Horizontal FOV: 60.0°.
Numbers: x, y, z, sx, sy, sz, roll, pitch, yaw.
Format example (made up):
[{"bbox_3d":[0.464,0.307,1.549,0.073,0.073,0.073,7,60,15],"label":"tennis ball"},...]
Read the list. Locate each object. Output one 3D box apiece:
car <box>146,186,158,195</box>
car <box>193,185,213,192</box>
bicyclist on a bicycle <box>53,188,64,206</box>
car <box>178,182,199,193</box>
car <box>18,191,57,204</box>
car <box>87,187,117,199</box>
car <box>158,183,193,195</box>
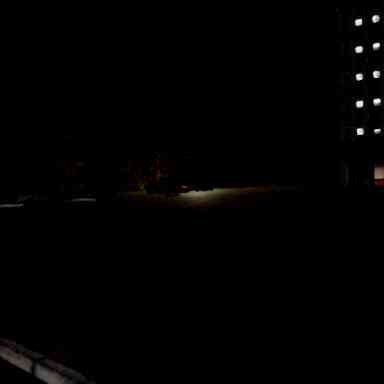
[{"bbox_3d":[-5.322,-0.281,54.952,2.033,1.411,5.357,-1,2,30],"label":"car"},{"bbox_3d":[2.238,-0.680,61.758,1.895,1.301,4.718,-1,2,29],"label":"car"},{"bbox_3d":[-11.975,0.478,29.798,1.656,1.620,0.582,-1,2,33],"label":"bicyclist on a bicycle"},{"bbox_3d":[-0.640,-0.888,63.276,2.097,1.767,4.553,-1,2,29],"label":"car"},{"bbox_3d":[-18.432,0.606,39.936,1.812,1.442,4.674,-1,2,33],"label":"car"},{"bbox_3d":[-13.051,0.130,48.593,1.837,1.490,4.892,-1,2,31],"label":"car"},{"bbox_3d":[-2.545,-0.316,53.263,2.033,1.411,5.357,-1,2,30],"label":"car"}]
